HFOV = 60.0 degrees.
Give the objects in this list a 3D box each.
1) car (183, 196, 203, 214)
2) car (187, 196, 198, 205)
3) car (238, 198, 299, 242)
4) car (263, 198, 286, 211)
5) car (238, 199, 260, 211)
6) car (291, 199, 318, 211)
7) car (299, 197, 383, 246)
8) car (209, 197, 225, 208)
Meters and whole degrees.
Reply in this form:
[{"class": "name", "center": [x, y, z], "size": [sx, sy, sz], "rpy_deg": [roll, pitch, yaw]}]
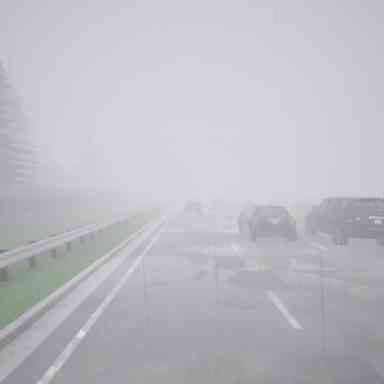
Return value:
[{"class": "car", "center": [0.072, 1.502, 34.831], "size": [2.128, 1.511, 4.902], "rpy_deg": [0, 0, 0]}, {"class": "car", "center": [0.056, 1.495, 62.016], "size": [1.882, 1.535, 5.008], "rpy_deg": [0, 0, 0]}, {"class": "car", "center": [3.587, 1.357, 16.585], "size": [2.097, 1.767, 4.553], "rpy_deg": [0, 0, 0]}, {"class": "car", "center": [10.568, 1.540, 42.799], "size": [1.812, 1.442, 4.674], "rpy_deg": [0, 0, 0]}, {"class": "car", "center": [7.068, 1.577, 41.675], "size": [1.994, 1.385, 4.181], "rpy_deg": [0, 0, 0]}, {"class": "car", "center": [14.070, 1.579, 41.769], "size": [1.994, 1.385, 4.181], "rpy_deg": [0, 0, 0]}, {"class": "car", "center": [7.089, 1.227, 15.398], "size": [2.150, 2.045, 5.566], "rpy_deg": [0, 0, 0]}, {"class": "car", "center": [3.564, 1.519, 47.588], "size": [1.837, 1.490, 4.892], "rpy_deg": [0, 0, 0]}]
